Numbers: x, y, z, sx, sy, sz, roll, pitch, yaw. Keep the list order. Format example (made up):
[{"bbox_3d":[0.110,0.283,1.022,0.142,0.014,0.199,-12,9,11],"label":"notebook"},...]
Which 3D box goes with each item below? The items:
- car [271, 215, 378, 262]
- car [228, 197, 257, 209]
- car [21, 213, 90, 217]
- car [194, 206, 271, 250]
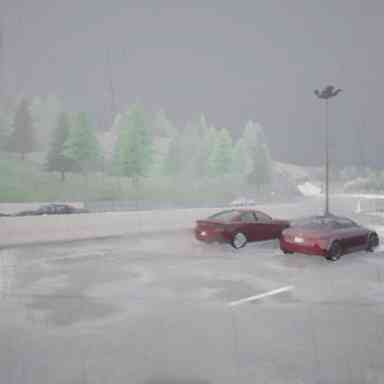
[{"bbox_3d":[5.116,1.557,12.270,4.181,1.385,1.994,0,0,-39],"label":"car"},{"bbox_3d":[7.291,1.531,47.554,1.812,1.442,4.674,0,0,44],"label":"car"},{"bbox_3d":[-9.773,1.562,22.948,5.357,1.411,2.033,0,0,-37],"label":"car"},{"bbox_3d":[2.394,1.474,14.553,5.008,1.535,1.882,0,0,-39],"label":"car"}]
